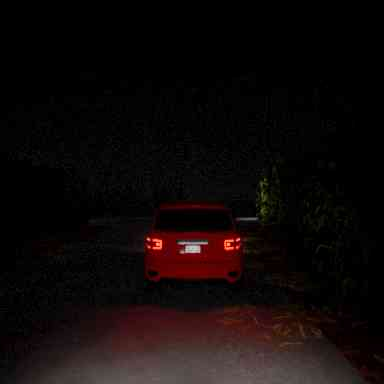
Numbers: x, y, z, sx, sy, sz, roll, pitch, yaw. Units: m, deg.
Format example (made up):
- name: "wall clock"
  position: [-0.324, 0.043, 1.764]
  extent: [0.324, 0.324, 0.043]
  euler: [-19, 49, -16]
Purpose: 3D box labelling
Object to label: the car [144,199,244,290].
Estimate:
- name: "car"
  position: [0.090, 1.204, 9.161]
  extent: [2.150, 2.045, 5.566]
  euler: [0, 0, 2]
